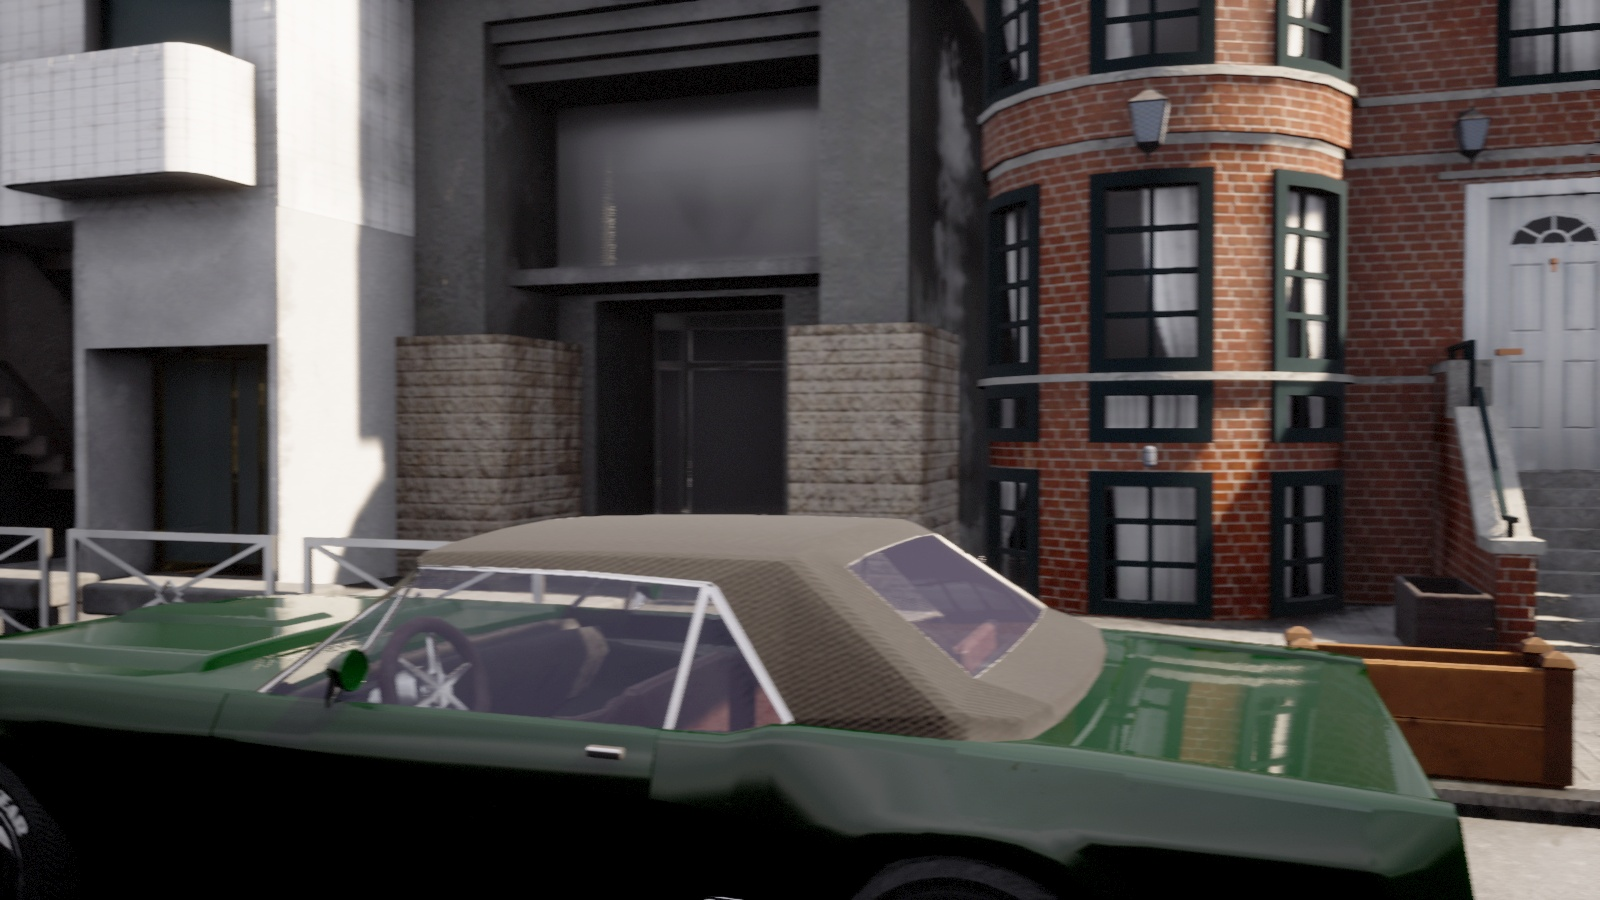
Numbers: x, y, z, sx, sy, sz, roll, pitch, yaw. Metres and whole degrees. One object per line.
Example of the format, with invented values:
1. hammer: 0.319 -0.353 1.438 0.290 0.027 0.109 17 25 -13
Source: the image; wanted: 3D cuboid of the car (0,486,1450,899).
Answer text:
1. car: -0.741 0.852 3.971 4.718 1.301 1.895 1 1 19
